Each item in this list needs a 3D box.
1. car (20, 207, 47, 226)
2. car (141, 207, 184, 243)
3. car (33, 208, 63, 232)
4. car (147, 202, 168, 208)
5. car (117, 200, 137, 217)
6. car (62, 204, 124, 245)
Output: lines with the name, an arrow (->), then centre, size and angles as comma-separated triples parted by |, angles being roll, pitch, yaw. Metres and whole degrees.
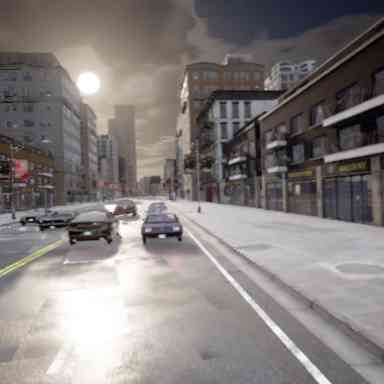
car -> -12.808, 2.006, 27.988 | 1.994, 1.385, 4.181 | -2, 0, -7
car -> -1.529, 1.662, 16.674 | 1.895, 1.301, 4.718 | -2, 0, -6
car -> -8.971, 1.912, 23.015 | 1.895, 1.301, 4.718 | -2, 0, -7
car -> -3.159, 1.672, 30.846 | 2.033, 1.411, 5.357 | -2, 0, -6
car -> -6.852, 1.601, 34.728 | 2.097, 1.767, 4.553 | -2, 0, -7
car -> -4.794, 1.647, 16.828 | 1.882, 1.535, 5.008 | -2, 0, -7
